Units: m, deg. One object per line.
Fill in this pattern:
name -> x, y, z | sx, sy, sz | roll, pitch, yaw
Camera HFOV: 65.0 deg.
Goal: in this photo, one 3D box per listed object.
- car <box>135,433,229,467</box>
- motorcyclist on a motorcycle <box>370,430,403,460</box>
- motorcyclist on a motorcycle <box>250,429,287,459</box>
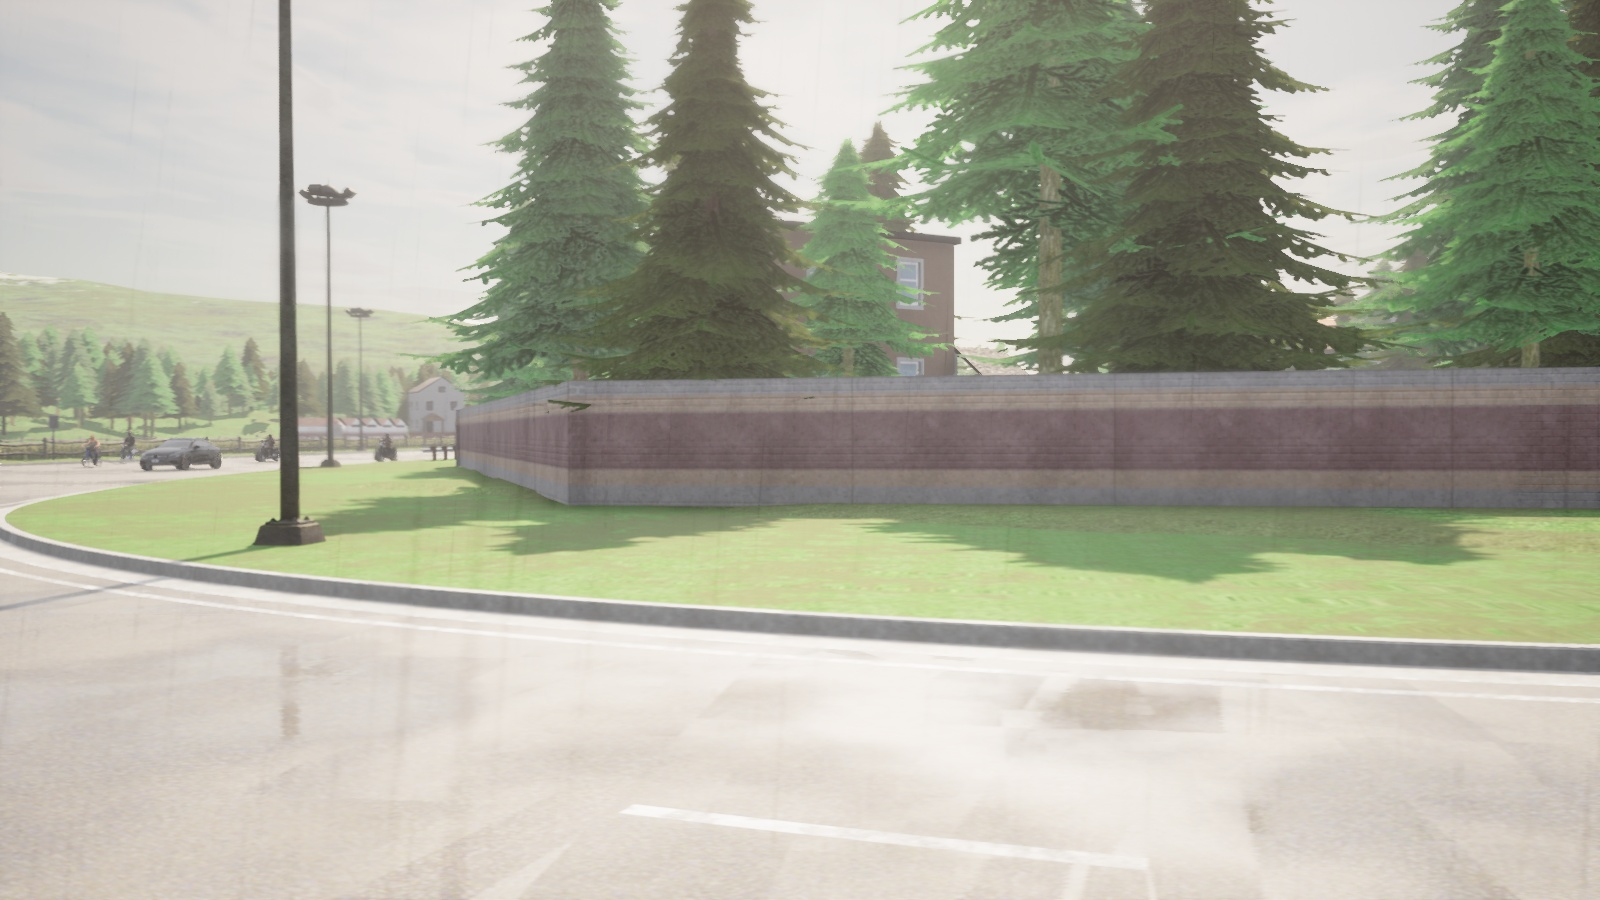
car -> -27.443, -0.042, 55.926 | 1.812, 1.442, 4.674 | 0, 1, 1
motorcyclist on a motorcycle -> -22.869, -0.299, 69.417 | 0.766, 1.649, 2.350 | 0, 1, 8
motorcyclist on a motorcycle -> -29.794, -0.336, 70.434 | 0.766, 1.649, 2.350 | 0, 1, 8
